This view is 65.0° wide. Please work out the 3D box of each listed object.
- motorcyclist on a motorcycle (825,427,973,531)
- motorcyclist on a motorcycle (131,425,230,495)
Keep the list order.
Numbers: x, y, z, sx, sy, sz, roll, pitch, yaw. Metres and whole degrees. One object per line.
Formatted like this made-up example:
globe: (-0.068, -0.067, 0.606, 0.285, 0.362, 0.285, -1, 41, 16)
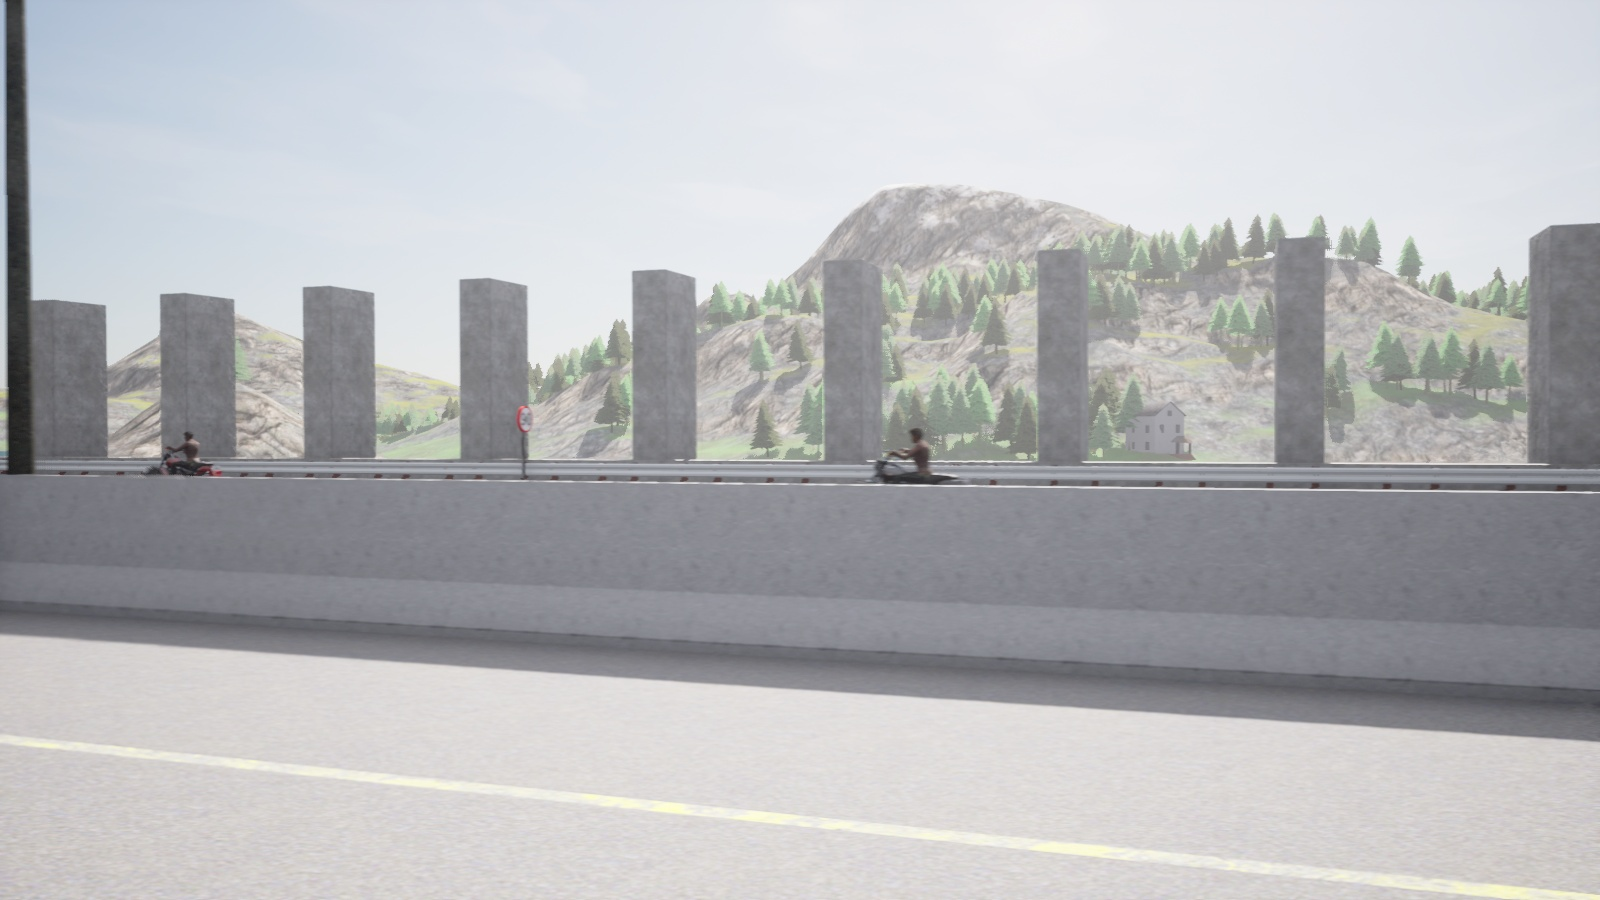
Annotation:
motorcyclist on a motorcycle: (1.631, 0.449, 20.847, 2.350, 1.649, 0.766, 1, 2, 30)
motorcyclist on a motorcycle: (-15.211, 0.225, 30.819, 2.350, 1.649, 0.766, 1, 1, 20)
